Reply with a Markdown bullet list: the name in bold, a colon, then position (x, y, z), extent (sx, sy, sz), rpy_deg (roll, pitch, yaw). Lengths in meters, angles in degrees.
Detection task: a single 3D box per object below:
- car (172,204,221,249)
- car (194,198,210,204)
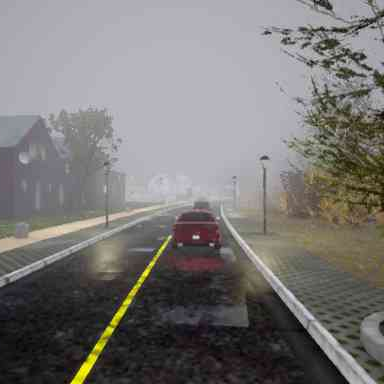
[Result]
- **car**: position (0.224, 1.501, 14.596), extent (1.882, 1.535, 5.008), rpy_deg (0, 0, 2)
- **car**: position (0.896, 1.563, 29.539), extent (1.837, 1.490, 4.892), rpy_deg (0, 0, 3)
